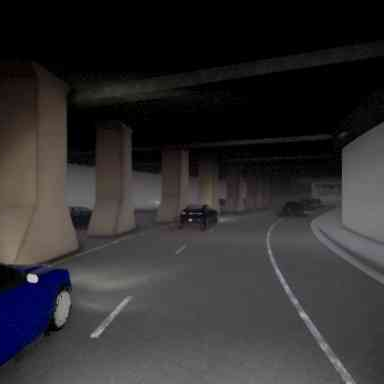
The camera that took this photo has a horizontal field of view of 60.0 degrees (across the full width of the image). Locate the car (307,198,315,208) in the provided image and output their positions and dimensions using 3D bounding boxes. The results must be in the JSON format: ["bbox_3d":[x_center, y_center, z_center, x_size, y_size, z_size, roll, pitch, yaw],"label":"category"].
[{"bbox_3d":[19.052,1.928,56.122,1.837,1.490,4.892,0,0,27],"label":"car"}]

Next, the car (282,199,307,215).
[{"bbox_3d":[11.572,1.807,38.176,1.812,1.442,4.674,0,0,27],"label":"car"}]

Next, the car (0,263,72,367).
[{"bbox_3d":[-3.123,1.485,3.889,1.882,1.535,5.008,0,0,3],"label":"car"}]

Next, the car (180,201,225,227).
[{"bbox_3d":[0.618,1.633,23.928,2.128,1.511,4.902,0,0,17],"label":"car"}]

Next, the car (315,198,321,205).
[{"bbox_3d":[25.792,1.948,69.523,2.128,1.511,4.902,0,0,27],"label":"car"}]

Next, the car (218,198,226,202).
[{"bbox_3d":[4.479,1.836,58.063,1.882,1.535,5.008,0,0,27],"label":"car"}]

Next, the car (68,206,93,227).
[{"bbox_3d":[-7.730,1.629,20.992,2.033,1.411,5.357,0,0,14],"label":"car"}]

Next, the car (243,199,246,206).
[{"bbox_3d":[8.080,1.878,57.456,1.837,1.490,4.892,0,0,27],"label":"car"}]
